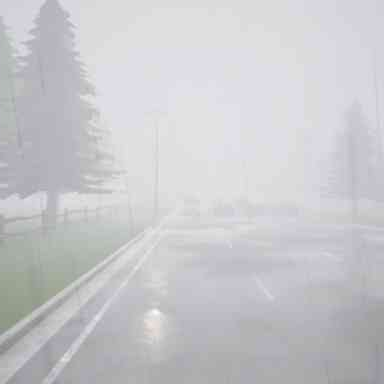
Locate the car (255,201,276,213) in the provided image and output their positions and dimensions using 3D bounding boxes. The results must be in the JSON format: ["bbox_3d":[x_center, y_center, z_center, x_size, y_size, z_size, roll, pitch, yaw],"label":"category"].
[{"bbox_3d":[10.509,2.121,47.945,1.837,1.490,4.892,0,-1,0],"label":"car"}]

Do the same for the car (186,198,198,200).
[{"bbox_3d":[0.009,1.838,47.980,2.150,2.045,5.566,0,-1,0],"label":"car"}]

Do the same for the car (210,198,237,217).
[{"bbox_3d":[3.507,1.840,37.915,2.097,1.767,4.553,0,-1,0],"label":"car"}]

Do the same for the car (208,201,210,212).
[{"bbox_3d":[3.509,1.838,47.980,2.150,2.045,5.566,0,-1,0],"label":"car"}]

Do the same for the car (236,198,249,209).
[{"bbox_3d":[7.009,1.838,47.979,2.150,2.045,5.566,0,-1,0],"label":"car"}]

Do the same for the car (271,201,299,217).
[{"bbox_3d":[10.507,1.839,37.914,2.097,1.767,4.553,0,-1,0],"label":"car"}]

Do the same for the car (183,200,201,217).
[{"bbox_3d":[0.007,2.014,37.944,1.812,1.442,4.674,0,-1,0],"label":"car"}]

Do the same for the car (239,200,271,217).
[{"bbox_3d":[7.007,1.974,37.526,2.128,1.511,4.902,0,-1,0],"label":"car"}]
